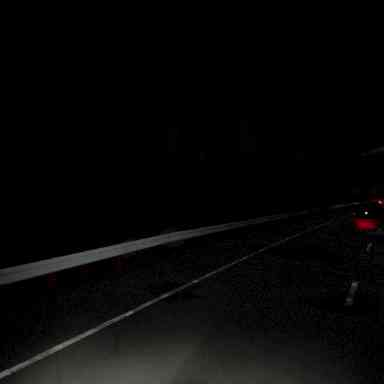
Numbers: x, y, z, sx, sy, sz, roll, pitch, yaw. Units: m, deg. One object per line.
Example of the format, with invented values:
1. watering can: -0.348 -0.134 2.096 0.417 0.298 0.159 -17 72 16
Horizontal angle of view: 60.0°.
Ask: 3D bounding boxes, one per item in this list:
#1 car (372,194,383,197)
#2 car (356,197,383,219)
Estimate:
1. car: 21.935 1.221 38.270 2.150 2.045 5.566 0 0 35
2. car: 15.913 1.505 29.703 1.837 1.490 4.892 0 0 35
